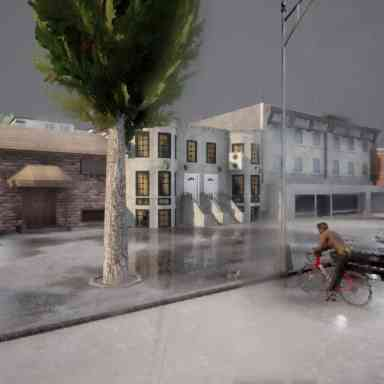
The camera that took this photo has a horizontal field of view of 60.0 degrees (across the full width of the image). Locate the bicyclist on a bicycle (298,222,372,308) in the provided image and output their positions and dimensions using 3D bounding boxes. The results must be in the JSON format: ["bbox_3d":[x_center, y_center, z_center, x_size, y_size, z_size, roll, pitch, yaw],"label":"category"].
[{"bbox_3d":[2.867,1.455,6.878,0.582,1.620,1.656,0,-2,-35],"label":"bicyclist on a bicycle"}]

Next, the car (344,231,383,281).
[{"bbox_3d":[5.921,1.601,8.818,4.718,1.301,1.895,0,0,-35],"label":"car"}]
